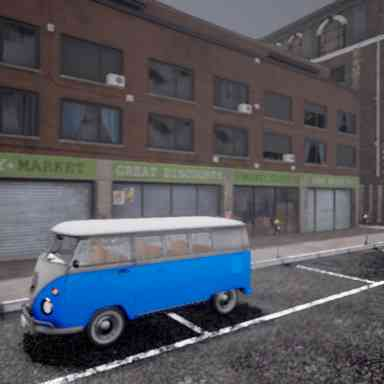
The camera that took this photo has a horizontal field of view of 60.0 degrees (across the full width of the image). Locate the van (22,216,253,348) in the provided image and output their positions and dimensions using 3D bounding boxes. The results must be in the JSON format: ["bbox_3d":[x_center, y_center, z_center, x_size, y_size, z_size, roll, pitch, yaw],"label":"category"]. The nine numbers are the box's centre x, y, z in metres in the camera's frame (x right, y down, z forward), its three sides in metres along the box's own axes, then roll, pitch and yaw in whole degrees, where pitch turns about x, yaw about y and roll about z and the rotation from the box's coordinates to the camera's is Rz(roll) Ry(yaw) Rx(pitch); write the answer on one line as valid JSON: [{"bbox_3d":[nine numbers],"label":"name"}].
[{"bbox_3d":[-0.722,1.371,6.041,3.998,1.788,1.690,1,0,-35],"label":"van"}]
